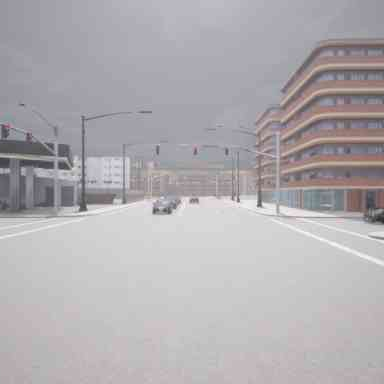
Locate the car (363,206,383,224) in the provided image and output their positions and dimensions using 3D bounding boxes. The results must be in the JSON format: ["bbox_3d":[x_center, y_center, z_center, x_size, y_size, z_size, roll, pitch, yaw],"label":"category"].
[{"bbox_3d":[14.724,1.352,23.642,4.553,1.767,2.097,0,0,1],"label":"car"}]

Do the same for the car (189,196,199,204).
[{"bbox_3d":[0.435,1.525,65.786,1.812,1.442,4.674,0,0,0],"label":"car"}]

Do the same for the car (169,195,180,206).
[{"bbox_3d":[-3.131,1.352,44.911,2.097,1.767,4.553,0,0,0],"label":"car"}]

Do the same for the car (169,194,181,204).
[{"bbox_3d":[-3.204,1.352,65.083,2.097,1.767,4.553,0,0,0],"label":"car"}]

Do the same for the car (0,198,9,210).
[{"bbox_3d":[-23.941,1.456,39.386,3.806,1.475,1.970,0,0,1],"label":"car"}]

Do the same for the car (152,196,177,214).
[{"bbox_3d":[-3.074,1.491,35.193,2.128,1.511,4.902,0,0,0],"label":"car"}]
